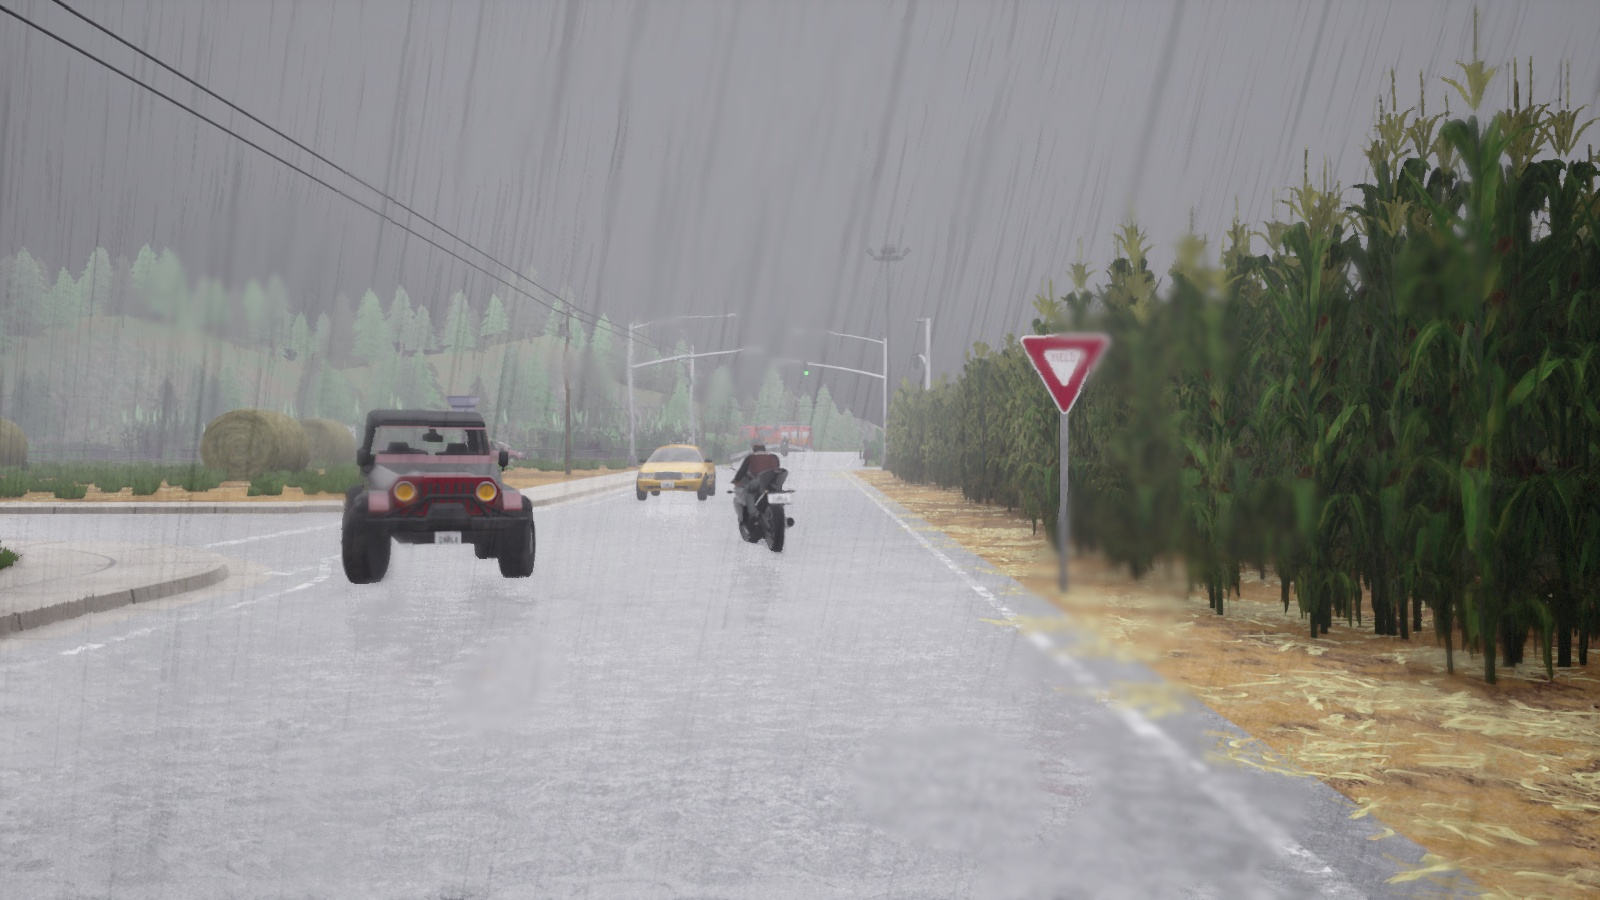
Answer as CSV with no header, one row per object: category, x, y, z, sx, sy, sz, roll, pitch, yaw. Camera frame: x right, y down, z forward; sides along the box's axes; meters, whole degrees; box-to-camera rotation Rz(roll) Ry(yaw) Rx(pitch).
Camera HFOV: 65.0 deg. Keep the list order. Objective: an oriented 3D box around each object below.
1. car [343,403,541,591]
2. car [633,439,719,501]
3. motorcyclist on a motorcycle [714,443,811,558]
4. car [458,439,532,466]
car,-4.309,0.450,14.718,1.905,1.878,3.866,0,1,-21
car,-3.299,0.489,34.269,1.801,1.575,5.366,0,0,0
motorcyclist on a motorcycle,-0.577,0.674,18.123,0.866,1.530,2.191,-1,1,-16
car,-18.478,0.165,76.190,3.988,1.617,1.851,0,0,3
